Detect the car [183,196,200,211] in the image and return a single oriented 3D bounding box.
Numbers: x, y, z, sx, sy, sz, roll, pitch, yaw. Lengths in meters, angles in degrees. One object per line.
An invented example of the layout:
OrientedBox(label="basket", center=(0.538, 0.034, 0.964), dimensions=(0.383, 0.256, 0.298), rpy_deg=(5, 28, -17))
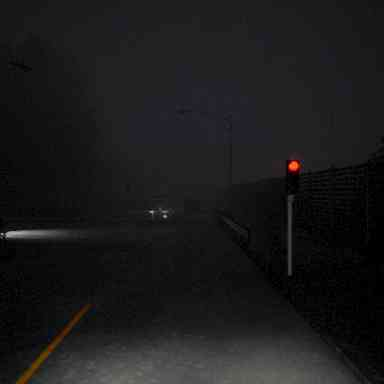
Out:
OrientedBox(label="car", center=(-0.013, 1.525, 40.418), dimensions=(1.812, 1.442, 4.674), rpy_deg=(0, 0, 0))

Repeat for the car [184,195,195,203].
OrientedBox(label="car", center=(-0.488, 1.507, 68.935), dimensions=(1.837, 1.490, 4.892), rpy_deg=(0, 0, -6))

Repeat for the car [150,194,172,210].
OrientedBox(label="car", center=(-4.231, 1.221, 43.935), dimensions=(2.150, 2.045, 5.566), rpy_deg=(0, 0, 0))

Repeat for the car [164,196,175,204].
OrientedBox(label="car", center=(-4.226, 1.525, 63.979), dimensions=(1.812, 1.442, 4.674), rpy_deg=(0, 0, 0))

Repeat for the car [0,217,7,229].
OrientedBox(label="car", center=(-12.455, 1.564, 18.050), dimensions=(4.181, 1.385, 1.994), rpy_deg=(0, 0, 1))

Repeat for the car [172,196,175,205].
OrientedBox(label="car", center=(-4.249, 1.352, 53.786), dimensions=(2.097, 1.767, 4.553), rpy_deg=(0, 0, 0))
